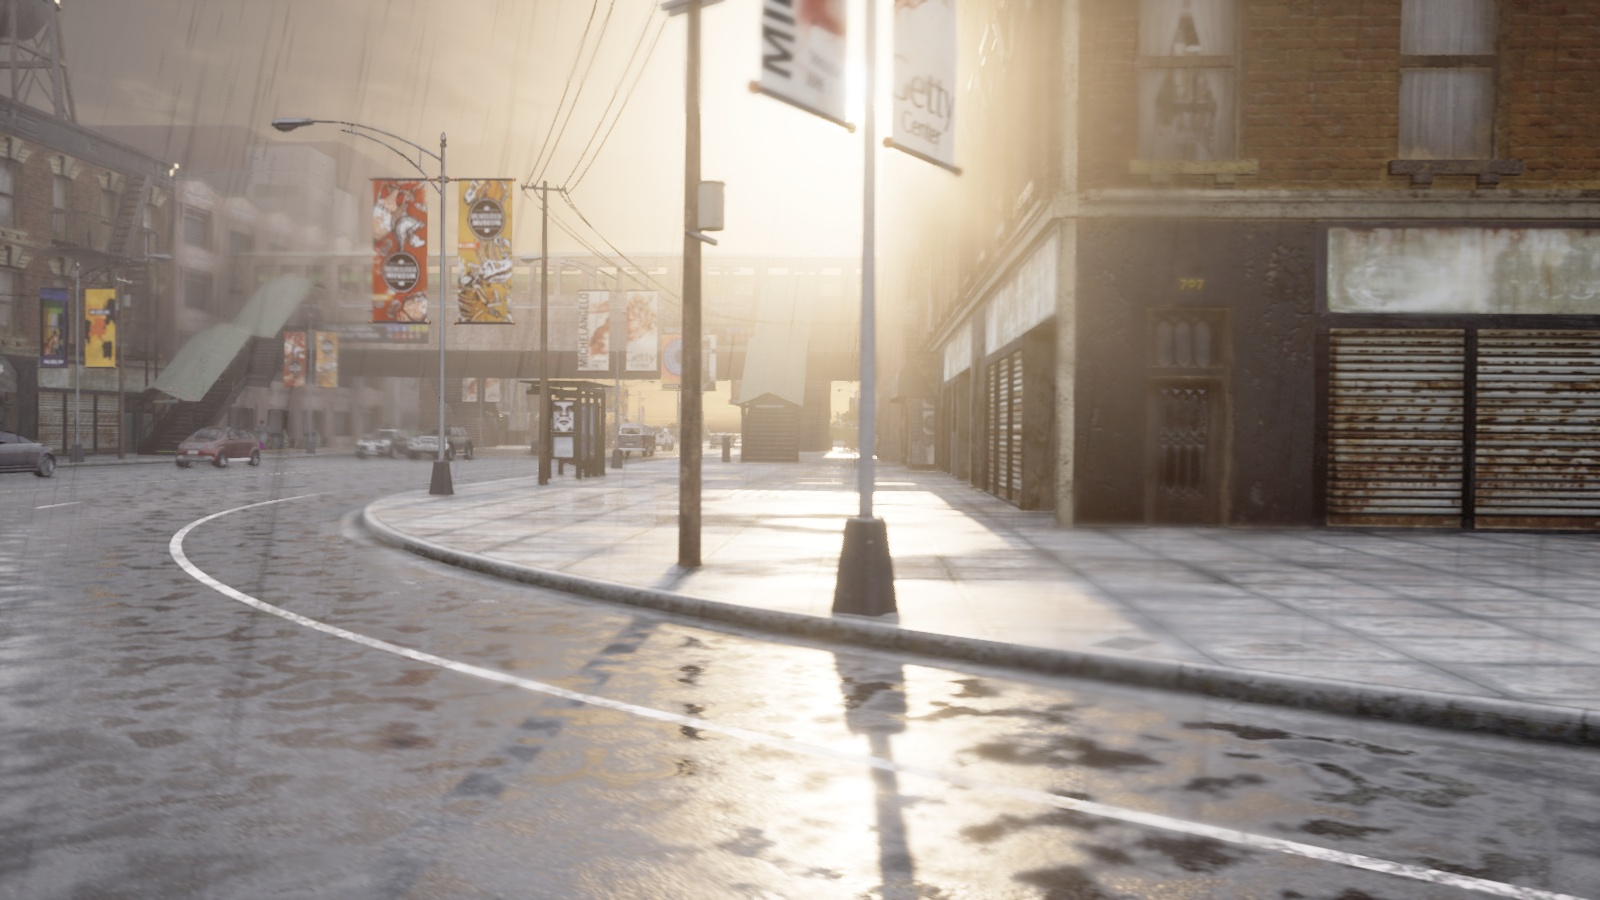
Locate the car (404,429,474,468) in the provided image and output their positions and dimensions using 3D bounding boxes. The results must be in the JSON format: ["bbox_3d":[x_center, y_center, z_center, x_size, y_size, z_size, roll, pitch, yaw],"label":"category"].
[{"bbox_3d":[-17.889,-0.104,62.522,1.932,1.855,4.605,0,1,3],"label":"car"}]

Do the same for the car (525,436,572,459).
[{"bbox_3d":[-16.737,-0.200,83.845,1.837,1.490,4.892,0,1,4],"label":"car"}]

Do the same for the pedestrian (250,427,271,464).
[{"bbox_3d":[-28.563,-0.224,66.505,0.659,1.952,0.873,0,1,8],"label":"pedestrian"}]

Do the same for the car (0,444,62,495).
[{"bbox_3d":[-22.820,0.541,34.887,1.994,1.385,4.181,0,1,3],"label":"car"}]

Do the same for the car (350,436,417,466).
[{"bbox_3d":[-21.297,0.050,64.351,1.970,1.475,3.806,0,1,3],"label":"car"}]

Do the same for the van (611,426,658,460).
[{"bbox_3d":[-10.114,-0.453,77.258,2.069,2.038,4.480,0,1,3],"label":"van"}]

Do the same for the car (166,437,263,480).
[{"bbox_3d":[-22.160,0.286,47.687,1.789,1.549,3.705,0,1,3],"label":"car"}]
